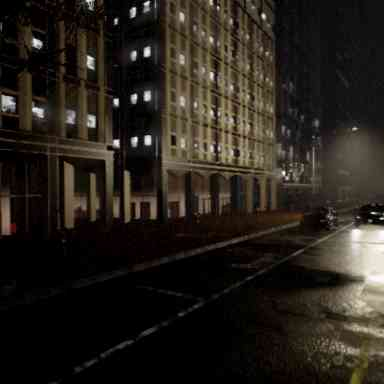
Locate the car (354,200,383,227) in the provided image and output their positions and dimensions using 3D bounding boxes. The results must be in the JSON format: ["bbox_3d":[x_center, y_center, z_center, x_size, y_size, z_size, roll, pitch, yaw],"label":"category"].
[{"bbox_3d":[11.932,1.494,21.782,1.837,1.490,4.892,0,-1,34],"label":"car"}]

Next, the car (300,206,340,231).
[{"bbox_3d":[7.995,1.550,20.610,2.008,1.369,4.403,-1,0,34],"label":"car"}]

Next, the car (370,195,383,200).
[{"bbox_3d":[26.640,1.490,48.657,1.752,1.417,4.829,-1,0,34],"label":"car"}]
